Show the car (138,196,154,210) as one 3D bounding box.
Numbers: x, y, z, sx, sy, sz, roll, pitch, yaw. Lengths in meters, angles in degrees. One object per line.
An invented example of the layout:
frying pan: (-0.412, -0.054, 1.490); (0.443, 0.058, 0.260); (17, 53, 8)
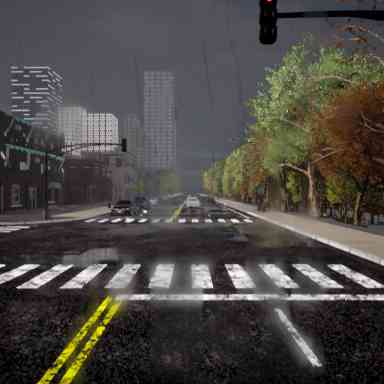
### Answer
car: (-6.554, 1.345, 42.746); (2.097, 1.767, 4.553); (0, 0, 0)

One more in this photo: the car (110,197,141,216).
car: (-6.566, 1.522, 32.553); (1.812, 1.442, 4.674); (0, 0, 0)

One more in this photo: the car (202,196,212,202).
car: (3.317, 1.524, 74.413); (2.033, 1.411, 5.357); (0, 0, 0)

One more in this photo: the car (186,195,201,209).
car: (0.139, 1.518, 46.034); (1.812, 1.442, 4.674); (0, 0, 0)

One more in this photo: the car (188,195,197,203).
car: (0.106, 1.462, 71.500); (1.882, 1.535, 5.008); (0, 0, 0)

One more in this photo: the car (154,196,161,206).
car: (-6.540, 1.516, 53.040); (1.812, 1.442, 4.674); (0, 0, 0)

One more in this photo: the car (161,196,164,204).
car: (-6.493, 1.479, 63.482); (2.128, 1.511, 4.902); (0, 0, 1)

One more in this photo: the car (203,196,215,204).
car: (3.401, 1.535, 63.759); (2.033, 1.411, 5.357); (0, 0, 0)
